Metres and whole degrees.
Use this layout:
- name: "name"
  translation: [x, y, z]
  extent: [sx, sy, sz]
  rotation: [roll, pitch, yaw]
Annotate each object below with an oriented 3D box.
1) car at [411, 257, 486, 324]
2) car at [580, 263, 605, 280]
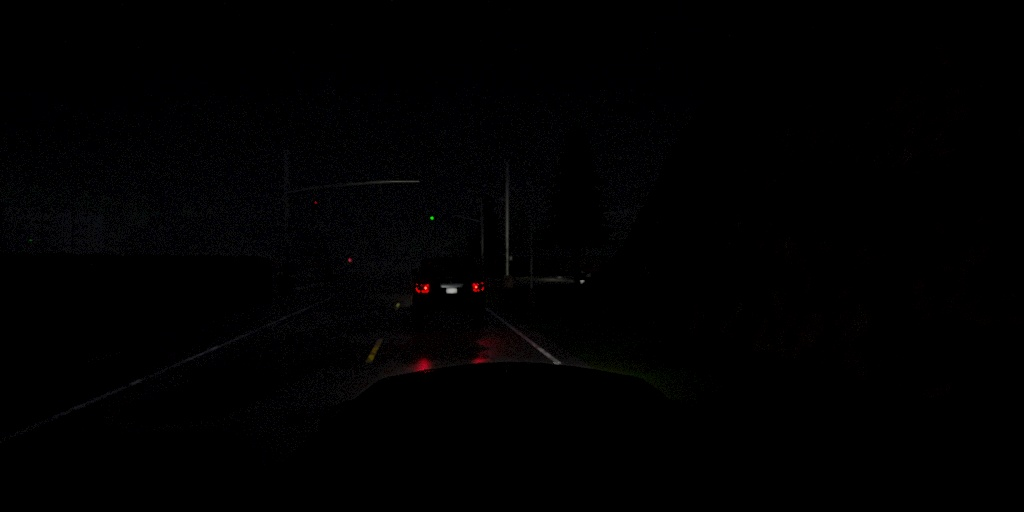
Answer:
- name: "car"
  translation: [-2.325, 1.059, 12.616]
  extent: [2.150, 2.045, 5.566]
  rotation: [0, 0, -14]
- name: "car"
  translation: [8.337, 1.432, 34.285]
  extent: [5.008, 1.535, 1.882]
  rotation: [0, 0, -16]
